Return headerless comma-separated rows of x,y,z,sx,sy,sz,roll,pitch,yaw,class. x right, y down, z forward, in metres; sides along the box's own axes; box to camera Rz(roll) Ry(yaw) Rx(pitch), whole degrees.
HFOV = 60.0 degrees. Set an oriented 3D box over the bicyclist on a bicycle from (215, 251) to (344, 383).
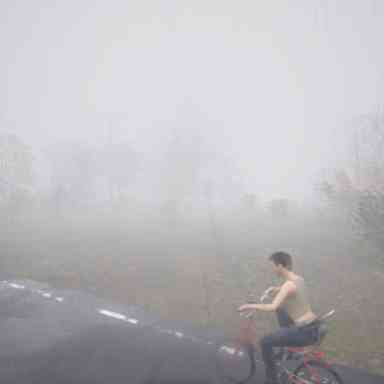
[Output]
0.888,1.438,3.625,1.509,1.612,0.866,0,0,35,bicyclist on a bicycle
